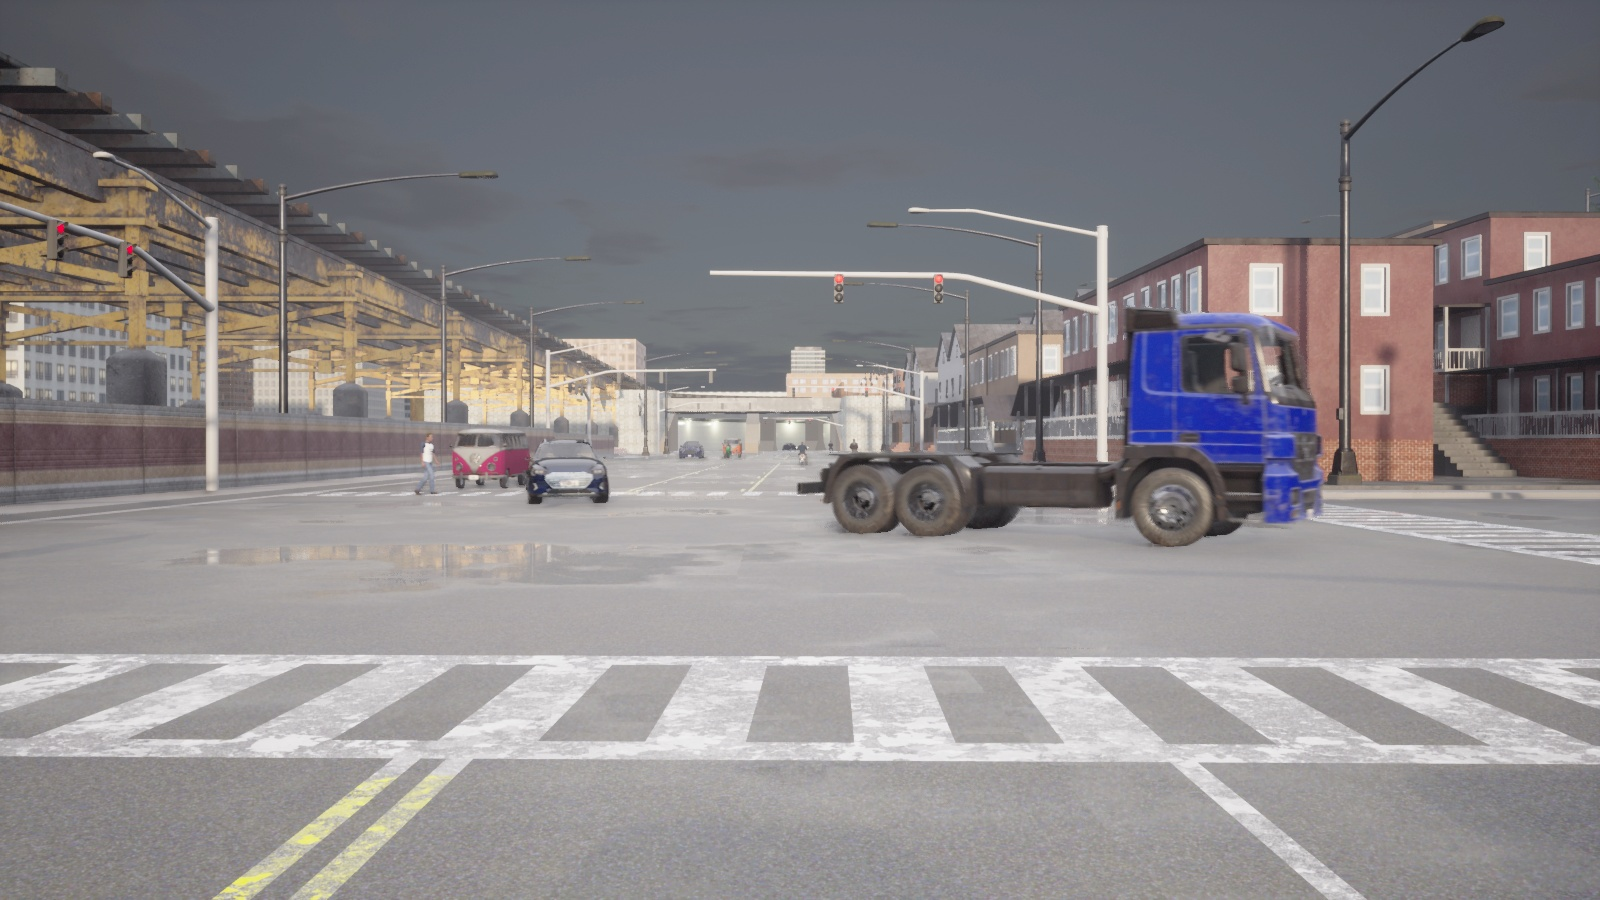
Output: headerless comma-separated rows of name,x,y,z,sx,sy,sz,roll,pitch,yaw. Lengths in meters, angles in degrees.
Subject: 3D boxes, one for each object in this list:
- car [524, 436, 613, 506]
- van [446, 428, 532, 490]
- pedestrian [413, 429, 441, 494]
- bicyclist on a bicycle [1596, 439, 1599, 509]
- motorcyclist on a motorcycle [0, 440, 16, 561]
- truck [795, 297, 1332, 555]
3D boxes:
car,-6.001,0.490,32.189,2.033,1.649,4.856,0,0,-13
van,-10.416,0.248,42.370,1.775,1.987,4.442,0,1,0
pedestrian,-10.667,0.320,35.929,0.706,1.836,0.354,0,0,18
bicyclist on a bicycle,19.281,0.552,28.819,1.656,1.620,0.582,0,0,0
motorcyclist on a motorcycle,-10.459,0.635,15.093,0.797,1.523,2.044,0,0,0
truck,4.057,-0.346,20.184,7.936,3.462,2.891,0,0,31
